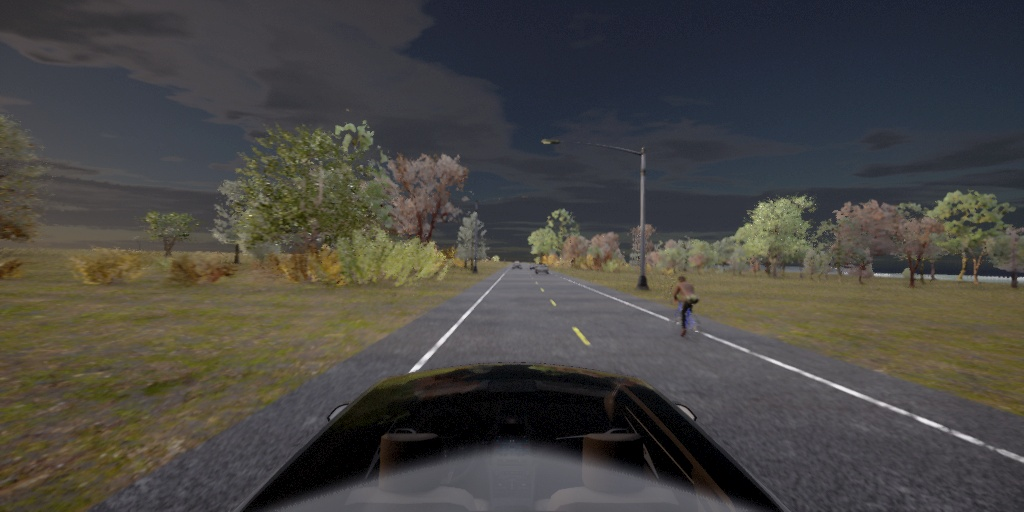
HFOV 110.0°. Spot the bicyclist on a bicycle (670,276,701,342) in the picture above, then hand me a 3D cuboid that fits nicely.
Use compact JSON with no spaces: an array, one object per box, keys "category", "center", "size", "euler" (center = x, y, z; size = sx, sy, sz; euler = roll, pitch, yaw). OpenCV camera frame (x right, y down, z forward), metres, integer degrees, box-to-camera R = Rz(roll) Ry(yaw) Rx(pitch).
[{"category":"bicyclist on a bicycle","center":[4.540,1.349,9.425],"size":[0.582,1.620,1.656],"euler":[1,-1,1]}]

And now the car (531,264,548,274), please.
[{"category":"car","center":[4.323,1.864,53.143],"size":[2.128,1.511,4.902],"euler":[1,-1,1]}]
